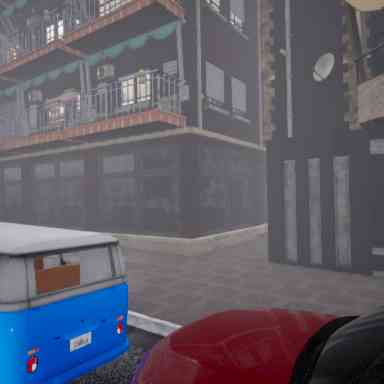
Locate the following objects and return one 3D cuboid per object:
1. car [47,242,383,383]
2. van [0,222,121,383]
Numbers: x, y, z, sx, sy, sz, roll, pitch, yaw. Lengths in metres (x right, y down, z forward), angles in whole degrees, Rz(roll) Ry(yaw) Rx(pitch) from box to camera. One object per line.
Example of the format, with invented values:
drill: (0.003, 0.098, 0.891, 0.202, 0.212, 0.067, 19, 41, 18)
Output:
car: (1.840, 1.315, 1.403, 5.009, 1.841, 2.192, 0, -1, 35)
van: (-2.683, 1.343, 4.588, 3.998, 1.788, 1.690, 0, -1, 35)
